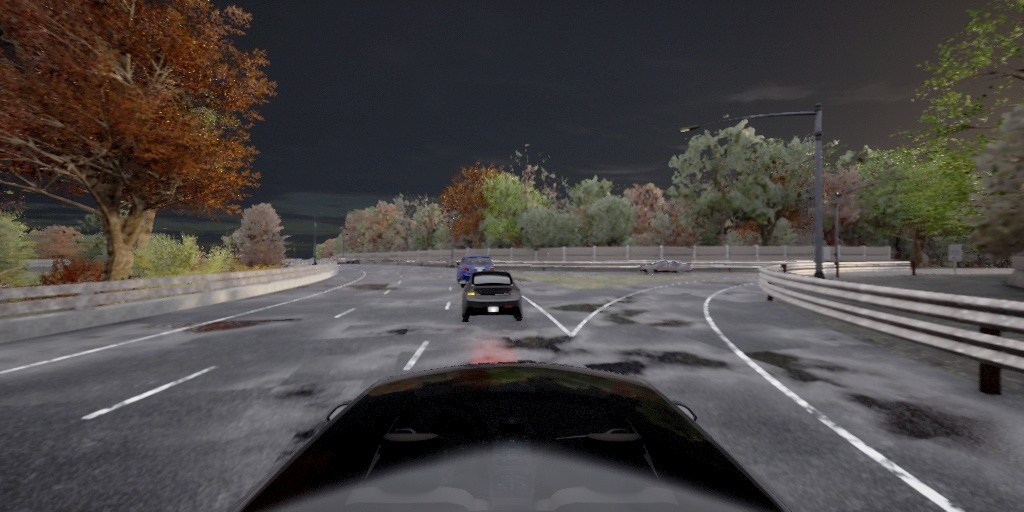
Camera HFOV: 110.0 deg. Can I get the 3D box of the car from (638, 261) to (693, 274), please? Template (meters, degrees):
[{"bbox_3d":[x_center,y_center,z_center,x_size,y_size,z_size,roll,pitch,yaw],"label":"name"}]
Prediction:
[{"bbox_3d":[16.472,1.253,38.742,5.357,1.411,2.033,0,0,8],"label":"car"}]

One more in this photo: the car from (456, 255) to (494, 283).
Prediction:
[{"bbox_3d":[-2.520,0.968,24.318,2.150,2.045,5.566,0,0,-12],"label":"car"}]

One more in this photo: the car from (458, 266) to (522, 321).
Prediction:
[{"bbox_3d":[-0.764,1.252,12.494,1.837,1.490,4.892,0,0,-6],"label":"car"}]
